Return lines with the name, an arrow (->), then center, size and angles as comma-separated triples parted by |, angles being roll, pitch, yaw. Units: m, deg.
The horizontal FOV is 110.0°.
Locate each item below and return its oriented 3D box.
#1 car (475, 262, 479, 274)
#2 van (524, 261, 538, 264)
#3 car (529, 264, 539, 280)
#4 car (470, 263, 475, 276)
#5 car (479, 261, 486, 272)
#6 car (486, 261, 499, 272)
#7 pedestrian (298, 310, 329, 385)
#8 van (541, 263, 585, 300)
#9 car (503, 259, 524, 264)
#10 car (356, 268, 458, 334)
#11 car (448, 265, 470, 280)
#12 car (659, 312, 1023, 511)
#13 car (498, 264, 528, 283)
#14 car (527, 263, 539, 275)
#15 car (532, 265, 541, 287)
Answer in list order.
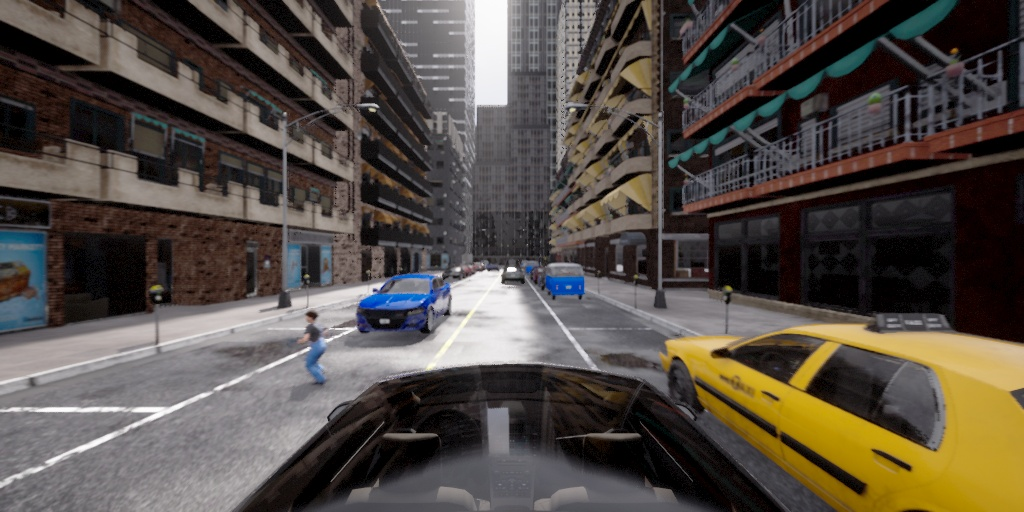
car -> -5.692, 1.807, 46.838 | 1.802, 1.307, 4.207 | 0, 0, 0
van -> 2.688, 1.565, 46.810 | 1.690, 1.789, 3.998 | 0, 0, 0
car -> 2.689, 1.592, 30.005 | 1.888, 1.381, 4.507 | 0, 0, 0
car -> -5.692, 1.710, 41.237 | 1.888, 1.381, 4.507 | 0, 0, 0
car -> -5.692, 1.784, 58.042 | 1.967, 1.591, 4.097 | 0, 0, 0
car -> -3.026, 1.962, 59.592 | 1.895, 1.301, 4.718 | 0, -1, 1
pedestrian -> -3.062, 1.367, 5.669 | 0.375, 1.300, 0.375 | -1, 0, -3
van -> 2.689, 1.270, 18.802 | 1.690, 1.789, 3.998 | 0, 0, 0
car -> 0.080, 1.429, 45.143 | 2.150, 2.045, 5.566 | 0, 0, 0
car -> -3.100, 1.328, 11.240 | 1.882, 1.535, 5.008 | 0, 0, 0
car -> -5.692, 1.672, 35.635 | 1.948, 1.339, 4.313 | 0, 0, 0
car -> 3.000, 1.219, 3.004 | 1.801, 1.575, 5.366 | 0, -1, 0
car -> 0.093, 1.627, 31.640 | 1.994, 1.385, 4.181 | 0, -1, 0
car -> 2.689, 1.672, 35.606 | 1.948, 1.339, 4.313 | 0, 0, 0
car -> 2.690, 1.538, 24.403 | 2.007, 1.370, 4.403 | 0, 0, 0
